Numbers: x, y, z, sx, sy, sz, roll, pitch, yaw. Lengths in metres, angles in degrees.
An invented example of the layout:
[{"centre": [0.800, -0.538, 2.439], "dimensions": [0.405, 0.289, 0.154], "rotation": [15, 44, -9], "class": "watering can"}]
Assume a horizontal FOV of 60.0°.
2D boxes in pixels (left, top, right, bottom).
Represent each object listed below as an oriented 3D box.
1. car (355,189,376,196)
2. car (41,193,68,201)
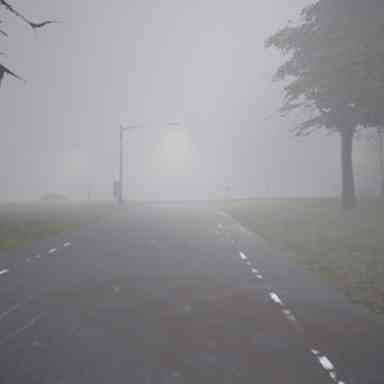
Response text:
[{"centre": [33.104, 0.215, 64.602], "dimensions": [4.902, 1.511, 2.128], "rotation": [-1, -2, -1], "class": "car"}, {"centre": [-23.615, 0.862, 57.130], "dimensions": [4.181, 1.385, 1.994], "rotation": [-1, -2, 1], "class": "car"}]
